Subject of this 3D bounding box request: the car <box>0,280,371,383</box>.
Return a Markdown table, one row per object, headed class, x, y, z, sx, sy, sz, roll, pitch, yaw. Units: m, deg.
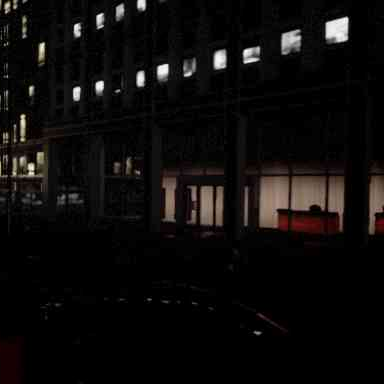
| class | x | y | z | sx | sy | sz | roll | pitch | yaw |
| --- | --- | --- | --- | --- | --- | --- | --- | --- | --- |
| car | -0.522 | 1.575 | 3.233 | 4.206 | 1.307 | 1.802 | 0 | 1 | 36 |
